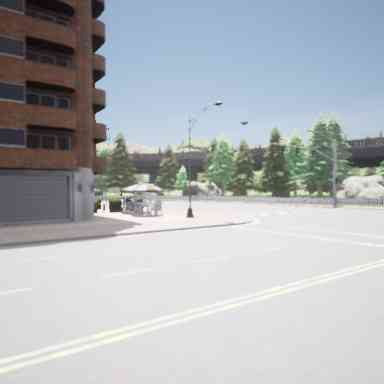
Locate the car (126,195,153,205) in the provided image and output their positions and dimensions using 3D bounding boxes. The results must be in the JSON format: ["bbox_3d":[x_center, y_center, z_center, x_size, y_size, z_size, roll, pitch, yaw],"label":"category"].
[{"bbox_3d":[-7.384,1.191,46.485,1.837,1.490,4.892,0,0,-44],"label":"car"}]
